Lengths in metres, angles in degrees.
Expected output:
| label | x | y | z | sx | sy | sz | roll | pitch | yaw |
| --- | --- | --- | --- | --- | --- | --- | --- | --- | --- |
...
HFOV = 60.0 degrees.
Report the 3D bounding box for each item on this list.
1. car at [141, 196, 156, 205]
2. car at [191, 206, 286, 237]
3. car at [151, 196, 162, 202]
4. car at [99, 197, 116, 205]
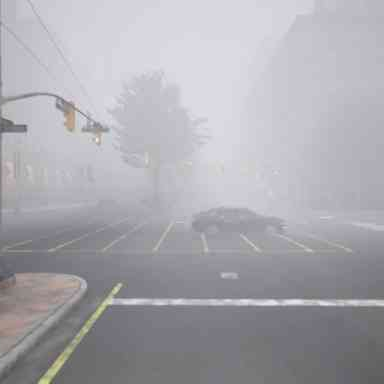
| label | x | y | z | sx | sy | sz | roll | pitch | yaw |
| --- | --- | --- | --- | --- | --- | --- | --- | --- | --- |
| car | -8.047 | 1.474 | 59.956 | 1.882 | 1.535 | 5.008 | 0 | 0 | 0 |
| car | 2.421 | 1.505 | 17.515 | 4.892 | 1.490 | 1.837 | 0 | 0 | 0 |
| car | -7.970 | 1.548 | 75.350 | 1.994 | 1.385 | 4.181 | 0 | 0 | 0 |
| car | -14.727 | 1.591 | 57.860 | 1.895 | 1.301 | 4.718 | 0 | 0 | 0 |
